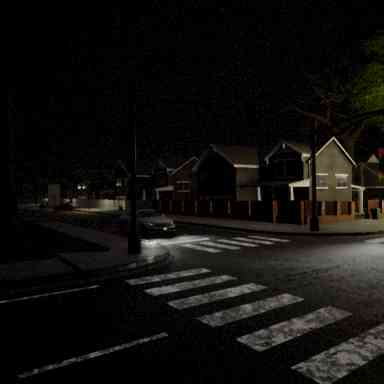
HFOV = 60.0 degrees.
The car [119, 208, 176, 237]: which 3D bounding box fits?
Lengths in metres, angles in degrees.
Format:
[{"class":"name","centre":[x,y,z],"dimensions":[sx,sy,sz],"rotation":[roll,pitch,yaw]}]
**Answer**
[{"class":"car","centre":[-2.792,1.718,19.750],"dimensions":[1.812,1.442,4.674],"rotation":[-1,0,-35]}]

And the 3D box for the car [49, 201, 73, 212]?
[{"class":"car","centre":[-18.255,1.985,47.013],"dimensions":[2.128,1.511,4.902],"rotation":[-1,0,-34]}]

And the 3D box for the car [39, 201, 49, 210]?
[{"class":"car","centre":[-24.231,2.186,55.542],"dimensions":[1.994,1.385,4.181],"rotation":[-1,0,-35]}]
